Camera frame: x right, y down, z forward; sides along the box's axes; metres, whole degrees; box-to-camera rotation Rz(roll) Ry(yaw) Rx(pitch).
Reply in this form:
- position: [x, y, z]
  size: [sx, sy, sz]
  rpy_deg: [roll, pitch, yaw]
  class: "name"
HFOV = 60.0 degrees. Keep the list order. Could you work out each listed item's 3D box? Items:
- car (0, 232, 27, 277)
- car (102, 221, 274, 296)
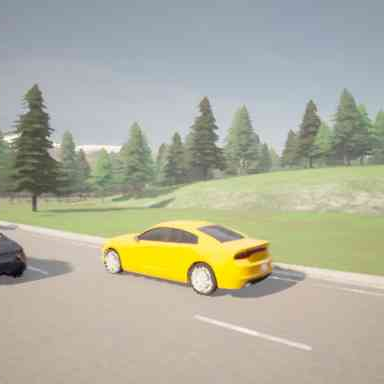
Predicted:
- position: [-6.381, 1.593, 9.286]
  size: [4.181, 1.385, 1.994]
  rpy_deg: [0, 0, 40]
  class: "car"
- position: [-0.347, 1.504, 8.854]
  size: [5.008, 1.535, 1.882]
  rpy_deg: [0, 0, 38]
  class: "car"
